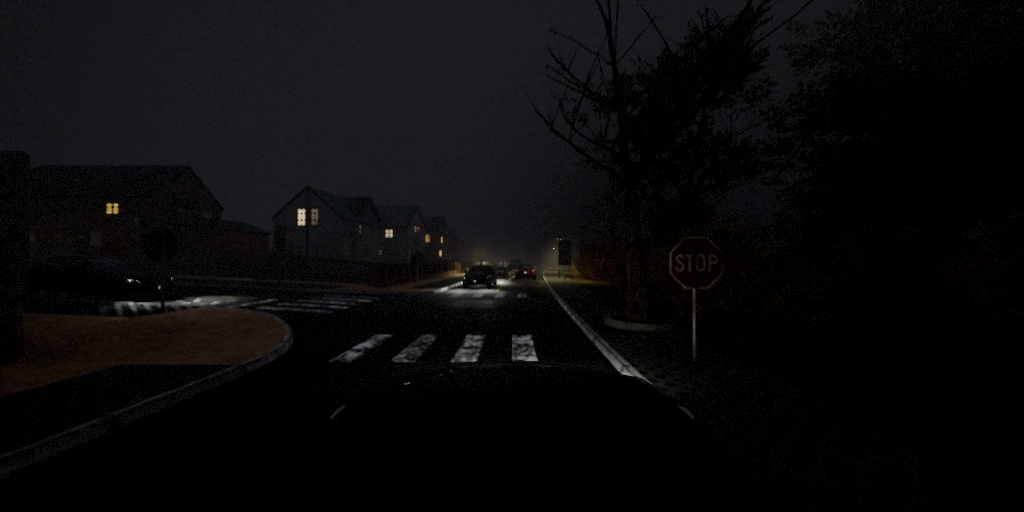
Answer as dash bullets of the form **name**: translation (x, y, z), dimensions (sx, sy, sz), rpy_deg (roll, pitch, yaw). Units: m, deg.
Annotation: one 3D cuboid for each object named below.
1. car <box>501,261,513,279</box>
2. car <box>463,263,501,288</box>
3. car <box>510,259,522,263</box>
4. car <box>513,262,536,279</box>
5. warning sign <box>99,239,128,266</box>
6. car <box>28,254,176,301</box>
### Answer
- **car**: translation (-1.437, 1.517, 37.301), dimensions (2.128, 1.511, 4.902), rpy_deg (0, -1, 4)
- **car**: translation (-2.215, 1.418, 25.781), dimensions (1.837, 1.490, 4.892), rpy_deg (0, 0, 5)
- **car**: translation (0.506, 1.499, 57.390), dimensions (2.150, 2.045, 5.566), rpy_deg (0, -1, 7)
- **car**: translation (1.440, 1.577, 36.262), dimensions (1.994, 1.385, 4.181), rpy_deg (0, -1, 4)
- **warning sign**: translation (-19.842, 0.100, 17.898), dimensions (1.060, 1.860, 1.300), rpy_deg (0, 0, 0)
- **car**: translation (-14.562, 0.695, 12.517), dimensions (4.674, 1.442, 1.812), rpy_deg (3, -1, 0)
